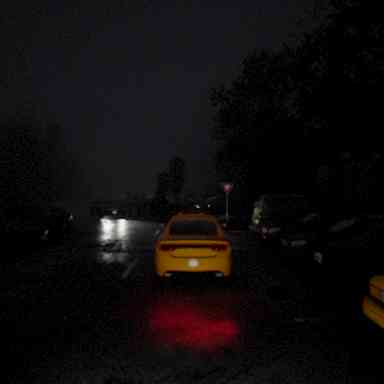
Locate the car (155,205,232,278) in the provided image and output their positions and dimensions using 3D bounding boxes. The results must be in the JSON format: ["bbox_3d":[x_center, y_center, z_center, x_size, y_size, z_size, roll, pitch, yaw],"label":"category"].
[{"bbox_3d":[0.047,1.377,9.834,1.882,1.535,5.008,0,1,0],"label":"car"}]

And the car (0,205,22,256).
[{"bbox_3d":[-8.009,1.254,9.927,4.553,1.767,2.185,0,1,0],"label":"car"}]

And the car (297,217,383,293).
[{"bbox_3d":[5.068,1.449,7.212,4.792,1.488,2.163,0,1,0],"label":"car"}]

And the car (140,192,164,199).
[{"bbox_3d":[-8.354,0.734,70.284,4.892,1.521,2.231,0,1,0],"label":"car"}]

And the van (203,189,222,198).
[{"bbox_3d":[4.842,0.366,78.547,4.442,1.987,1.878,0,1,0],"label":"van"}]

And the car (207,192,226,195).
[{"bbox_3d":[4.783,1.203,45.449,4.553,1.767,2.185,0,1,0],"label":"car"}]

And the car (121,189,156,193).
[{"bbox_3d":[-8.304,0.943,50.861,5.566,2.045,2.435,0,1,0],"label":"car"}]

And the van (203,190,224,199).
[{"bbox_3d":[4.622,0.458,72.991,4.442,1.987,1.878,0,1,0],"label":"van"}]

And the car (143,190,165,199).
[{"bbox_3d":[-8.319,0.557,73.061,4.553,1.767,2.185,0,1,0],"label":"car"}]

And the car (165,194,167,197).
[{"bbox_3d":[-8.160,0.787,67.517,5.366,1.575,1.946,0,1,0],"label":"car"}]

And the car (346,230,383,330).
[{"bbox_3d":[5.225,1.448,4.419,5.366,1.575,1.946,0,1,0],"label":"car"}]

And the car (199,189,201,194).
[{"bbox_3d":[4.733,0.637,75.781,5.008,1.535,2.097,0,1,0],"label":"car"}]

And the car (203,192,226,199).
[{"bbox_3d":[4.761,0.764,70.244,4.792,1.488,2.163,0,1,0],"label":"car"}]

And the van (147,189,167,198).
[{"bbox_3d":[-8.238,0.365,78.609,4.442,1.987,1.878,0,1,0],"label":"van"}]

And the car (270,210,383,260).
[{"bbox_3d":[5.042,1.417,10.124,4.674,1.452,2.002,0,1,0],"label":"car"}]

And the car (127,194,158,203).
[{"bbox_3d":[-8.330,1.058,56.419,4.892,1.521,2.231,0,1,0],"label":"car"}]

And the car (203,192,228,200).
[{"bbox_3d":[4.763,0.818,67.606,4.792,1.488,2.163,0,1,0],"label":"car"}]

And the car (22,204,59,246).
[{"bbox_3d":[-8.011,1.362,12.715,4.792,1.488,2.163,0,1,0],"label":"car"}]

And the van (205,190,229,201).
[{"bbox_3d":[4.853,0.625,64.829,4.442,1.987,1.878,0,1,0],"label":"van"}]

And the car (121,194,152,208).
[{"bbox_3d":[-8.357,1.361,45.318,4.792,1.488,2.163,0,1,0],"label":"car"}]

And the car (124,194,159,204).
[{"bbox_3d":[-8.149,1.122,53.643,5.366,1.575,1.946,0,1,0],"label":"car"}]

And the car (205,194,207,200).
[{"bbox_3d":[4.721,1.293,48.097,4.792,1.488,2.163,0,1,0],"label":"car"}]

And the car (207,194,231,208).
[{"bbox_3d":[4.749,1.397,42.681,5.008,1.535,2.097,0,1,0],"label":"car"}]

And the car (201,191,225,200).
[{"bbox_3d":[4.560,1.123,53.635,5.366,1.575,1.946,0,1,0],"label":"car"}]

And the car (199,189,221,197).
[{"bbox_3d":[4.691,0.208,86.855,5.566,2.045,2.435,0,1,0],"label":"car"}]

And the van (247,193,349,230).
[{"bbox_3d":[4.913,1.059,15.577,4.442,1.987,1.878,-1,1,0],"label":"van"}]

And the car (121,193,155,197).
[{"bbox_3d":[-8.325,1.263,48.093,5.008,1.535,2.097,0,1,0],"label":"car"}]

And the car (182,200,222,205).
[{"bbox_3d":[0.479,1.358,21.790,1.895,1.301,4.718,-1,-1,13],"label":"car"}]

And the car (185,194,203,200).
[{"bbox_3d":[-0.141,1.443,40.318,1.882,1.535,5.008,-1,1,-5],"label":"car"}]

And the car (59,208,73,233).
[{"bbox_3d":[-8.069,1.314,15.498,4.792,1.488,2.163,0,1,0],"label":"car"}]

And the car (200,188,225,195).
[{"bbox_3d":[4.770,0.738,59.167,5.566,2.045,2.435,0,1,0],"label":"car"}]

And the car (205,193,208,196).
[{"bbox_3d":[4.745,1.235,50.867,4.674,1.452,2.002,0,1,0],"label":"car"}]

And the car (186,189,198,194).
[{"bbox_3d":[-0.311,0.403,74.009,2.150,2.045,5.566,0,1,0],"label":"car"}]

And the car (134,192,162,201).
[{"bbox_3d":[-8.529,0.847,64.865,5.366,1.575,1.946,0,1,0],"label":"car"}]

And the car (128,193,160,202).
[{"bbox_3d":[-8.524,0.985,59.193,5.366,1.575,1.946,0,1,0],"label":"car"}]

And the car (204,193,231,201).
[{"bbox_3d":[4.710,0.950,61.942,4.792,1.488,2.163,0,1,0],"label":"car"}]

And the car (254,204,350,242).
[{"bbox_3d":[5.042,1.369,12.908,4.674,1.452,2.002,0,1,0],"label":"car"}]

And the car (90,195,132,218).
[{"bbox_3d":[-6.786,1.236,26.334,2.128,1.511,4.902,2,-1,-29],"label":"car"}]
